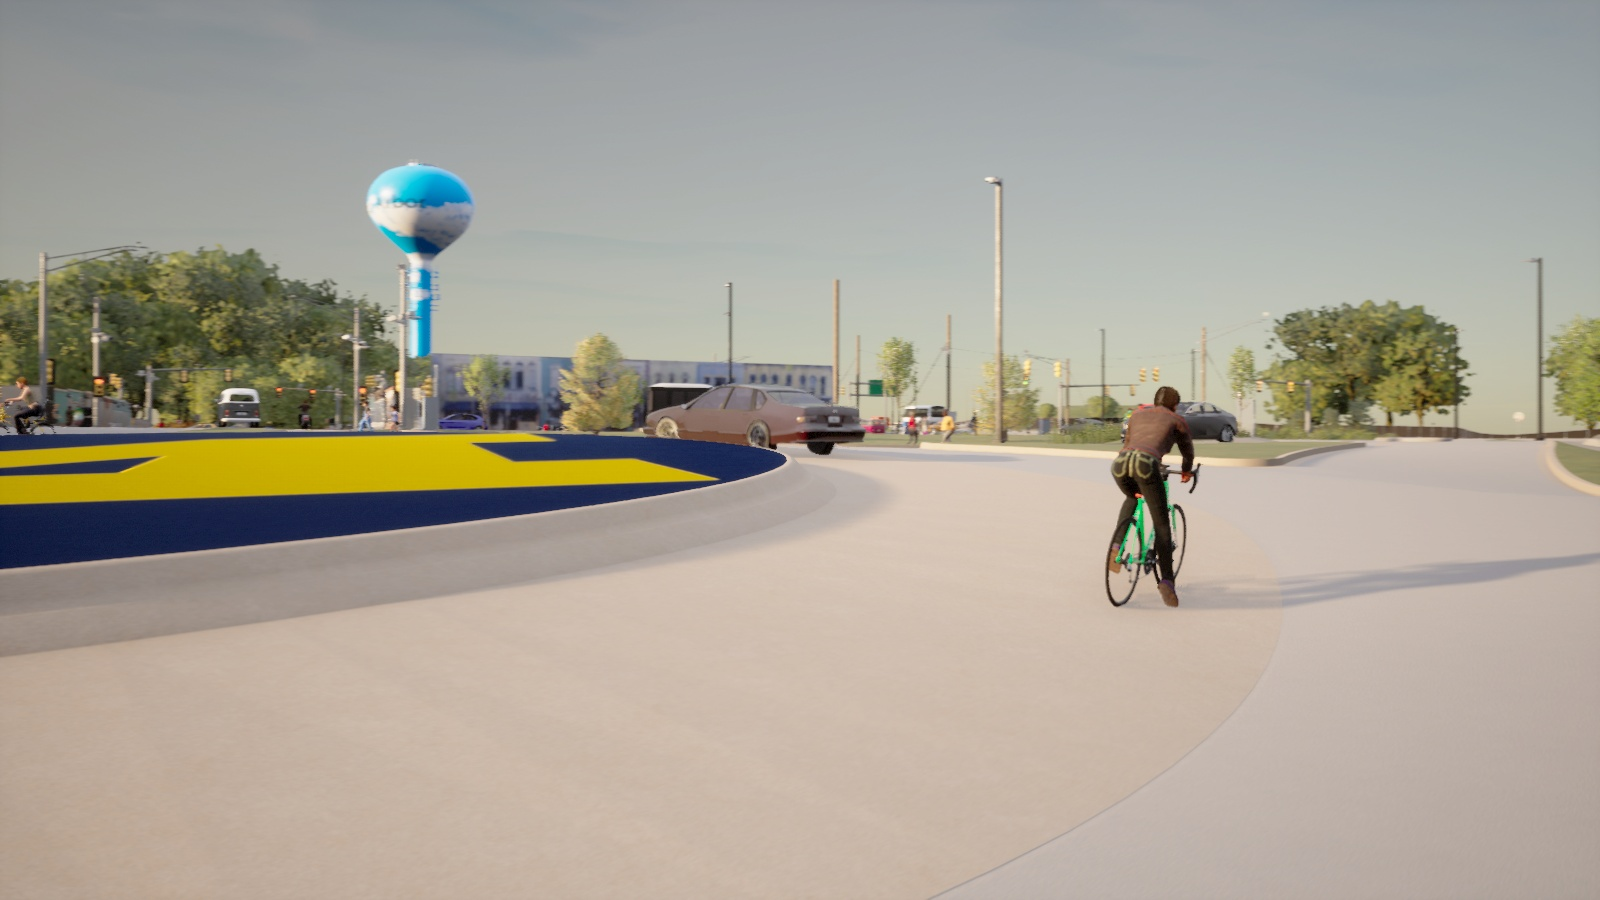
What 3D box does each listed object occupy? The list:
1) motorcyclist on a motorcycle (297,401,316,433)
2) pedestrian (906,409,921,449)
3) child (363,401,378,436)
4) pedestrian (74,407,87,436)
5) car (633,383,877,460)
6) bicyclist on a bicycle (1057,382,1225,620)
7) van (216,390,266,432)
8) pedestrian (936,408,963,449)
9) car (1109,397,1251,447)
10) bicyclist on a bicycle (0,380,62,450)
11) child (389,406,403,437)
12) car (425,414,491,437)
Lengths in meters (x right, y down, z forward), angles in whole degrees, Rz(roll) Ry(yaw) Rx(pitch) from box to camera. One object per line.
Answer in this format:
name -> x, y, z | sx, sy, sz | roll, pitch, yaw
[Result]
motorcyclist on a motorcycle -> -26.061, -1.745, 66.285 | 0.766, 1.649, 2.350 | 0, 0, -25
pedestrian -> 5.173, -0.951, 57.169 | 0.636, 1.846, 0.331 | 0, 0, -32
child -> -15.324, -1.123, 44.828 | 0.437, 1.263, 0.270 | 0, 0, -33
pedestrian -> -48.309, -1.918, 84.317 | 0.659, 1.952, 0.873 | 0, 0, -35
car -> -1.063, -0.645, 25.872 | 2.033, 1.411, 5.357 | -1, 3, -42
bicyclist on a bicycle -> 2.651, 0.322, 9.666 | 0.582, 1.620, 1.656 | 7, 8, 36
van -> -28.865, -1.973, 64.789 | 2.069, 2.038, 4.480 | 0, 0, -28
pedestrian -> 6.750, -0.965, 56.822 | 0.900, 1.855, 0.874 | 0, 0, -24
car -> 12.492, -0.917, 41.144 | 4.902, 1.511, 2.128 | -2, 1, -41
bicyclist on a bicycle -> -18.403, -0.827, 29.612 | 1.509, 1.612, 0.866 | -2, 2, -17
child -> -14.463, -1.014, 44.983 | 0.394, 1.110, 0.255 | 0, 0, -44
car -> -23.304, -1.652, 85.561 | 4.193, 1.474, 1.816 | 0, 0, -21
